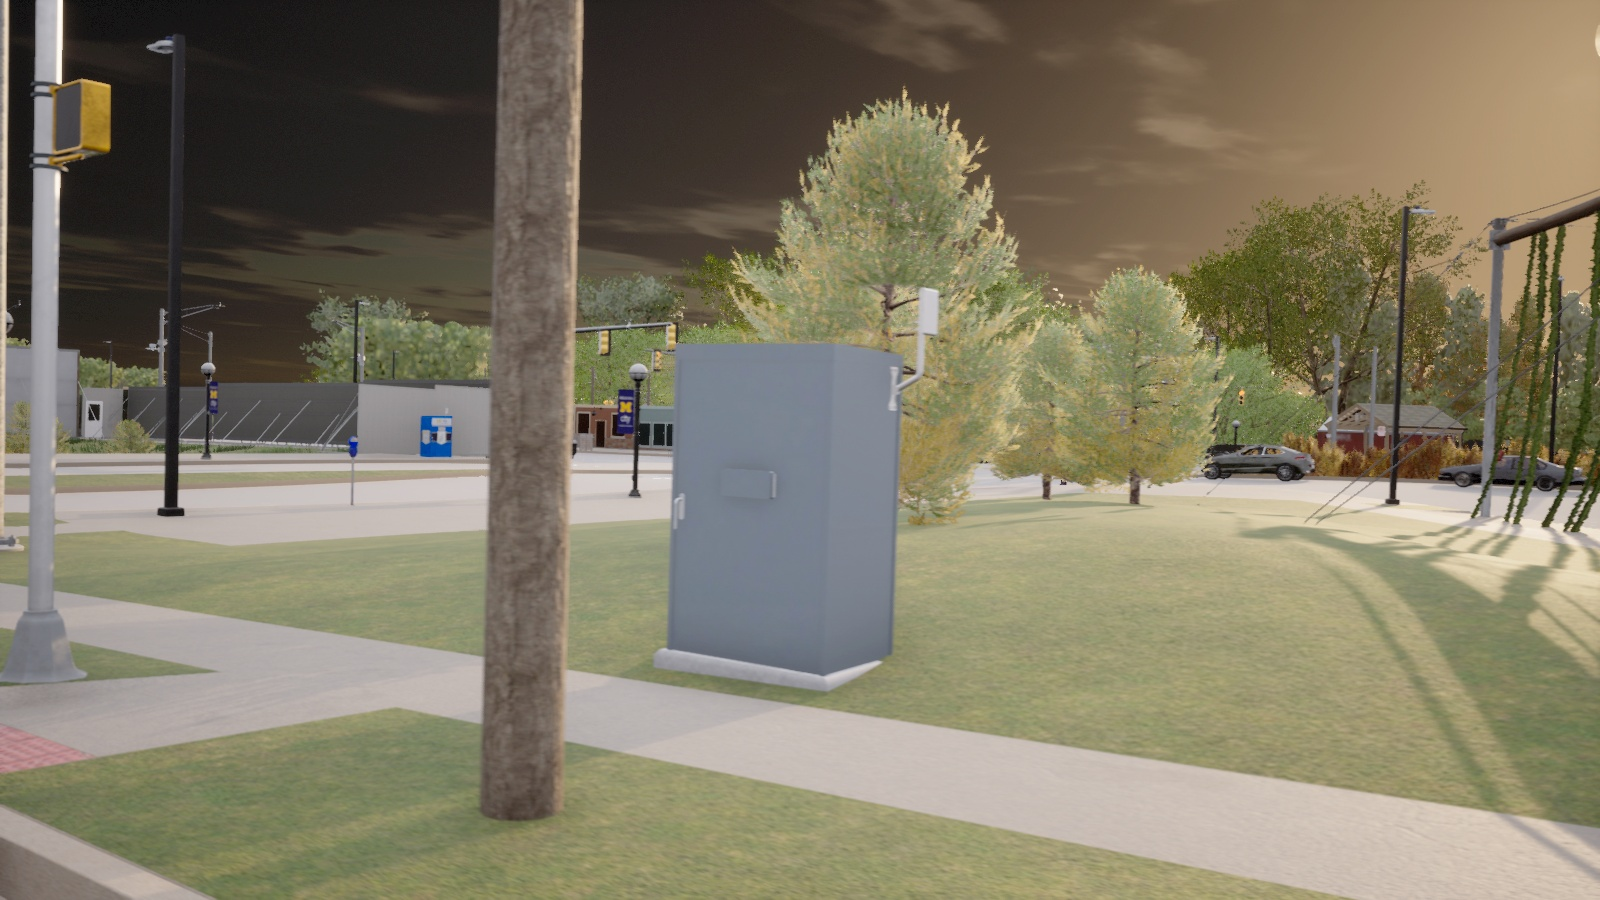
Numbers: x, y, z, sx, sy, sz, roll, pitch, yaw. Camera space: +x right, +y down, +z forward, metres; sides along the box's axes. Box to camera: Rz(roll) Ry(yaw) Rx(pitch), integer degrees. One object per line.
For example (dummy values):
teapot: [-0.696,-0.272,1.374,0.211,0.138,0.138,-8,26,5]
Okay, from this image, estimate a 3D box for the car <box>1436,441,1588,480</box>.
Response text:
car: [29.777,0.393,52.580,5.357,1.411,2.033,2,3,34]

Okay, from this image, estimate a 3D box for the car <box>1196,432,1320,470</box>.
car: [21.275,0.046,58.374,5.027,1.651,2.152,0,1,35]
